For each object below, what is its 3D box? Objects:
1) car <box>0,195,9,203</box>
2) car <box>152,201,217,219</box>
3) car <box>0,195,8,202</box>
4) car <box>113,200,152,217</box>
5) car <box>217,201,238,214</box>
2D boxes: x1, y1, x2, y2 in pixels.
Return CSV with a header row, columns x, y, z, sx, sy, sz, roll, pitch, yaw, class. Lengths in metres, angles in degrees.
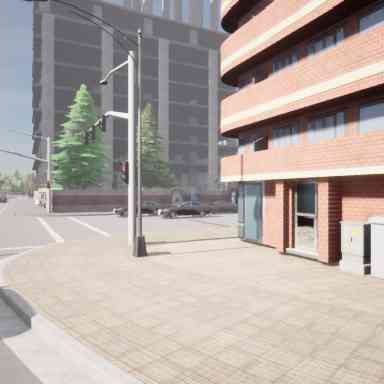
x,y,z,sx,sy,sz,roll,pitch,yaw,class
-37.951,1.595,66.027,1.895,1.301,4.718,0,0,-27,car
-0.644,1.547,29.811,4.902,1.511,2.128,0,0,-27,car
-42.472,1.500,74.885,1.837,1.490,4.892,0,0,-27,car
-4.949,1.547,31.568,4.902,1.511,2.128,0,0,-27,car
3.016,1.619,35.566,4.181,1.385,1.994,0,0,-27,car
